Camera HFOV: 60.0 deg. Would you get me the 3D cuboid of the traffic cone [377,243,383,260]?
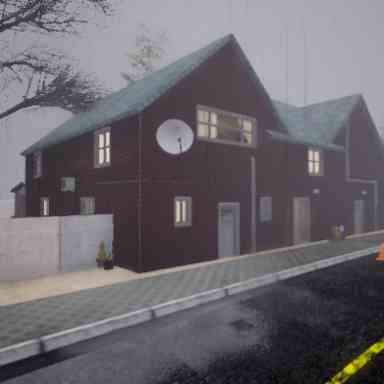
[{"bbox_3d":[6.662,2.056,11.587,0.340,0.580,0.340,0,-1,-40],"label":"traffic cone"}]
